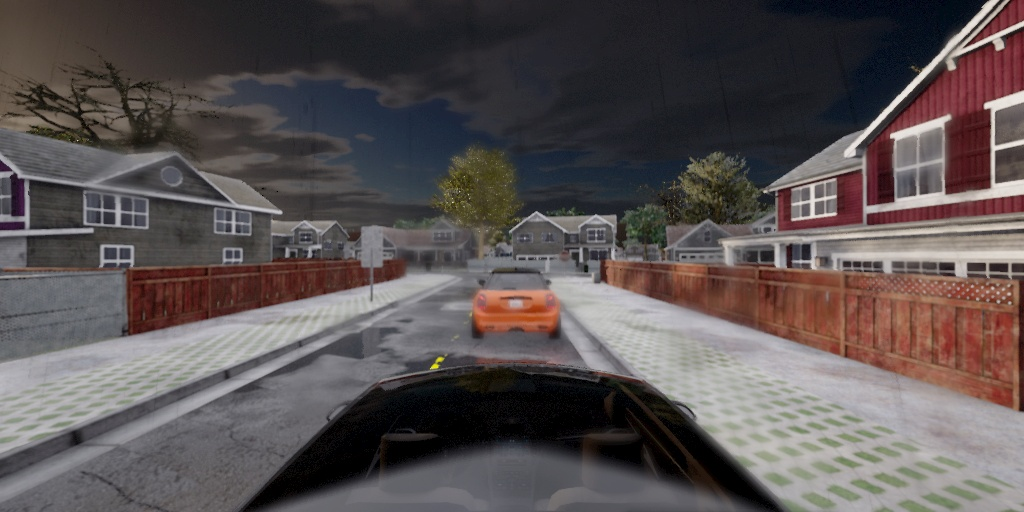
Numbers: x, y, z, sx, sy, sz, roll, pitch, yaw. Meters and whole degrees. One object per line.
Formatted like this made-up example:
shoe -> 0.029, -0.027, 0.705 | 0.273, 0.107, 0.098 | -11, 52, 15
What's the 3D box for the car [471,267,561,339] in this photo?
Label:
car -> 0.101, 1.087, 10.169 | 2.097, 1.767, 4.553 | 0, 0, 0
